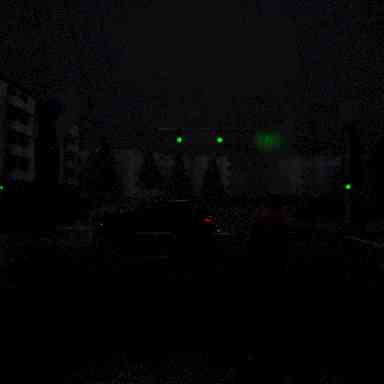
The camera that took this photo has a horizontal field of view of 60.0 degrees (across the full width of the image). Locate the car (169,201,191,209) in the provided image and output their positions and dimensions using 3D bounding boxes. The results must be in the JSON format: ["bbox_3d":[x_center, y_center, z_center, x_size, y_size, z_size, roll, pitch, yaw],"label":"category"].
[{"bbox_3d":[-2.057,2.252,58.445,1.895,1.301,4.718,0,-1,26],"label":"car"}]

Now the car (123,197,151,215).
[{"bbox_3d":[-6.744,1.676,41.506,2.150,2.045,5.566,0,0,4],"label":"car"}]

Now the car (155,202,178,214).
[{"bbox_3d":[-3.171,2.024,42.692,2.033,1.411,5.357,0,-1,6],"label":"car"}]

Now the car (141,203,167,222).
[{"bbox_3d":[-3.506,1.828,31.413,1.882,1.535,5.008,0,-1,0],"label":"car"}]

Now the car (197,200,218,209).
[{"bbox_3d":[2.855,2.236,60.200,1.994,1.385,4.181,0,-1,31],"label":"car"}]

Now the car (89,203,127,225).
[{"bbox_3d":[-6.945,1.790,28.044,1.882,1.535,5.008,0,-1,0],"label":"car"}]

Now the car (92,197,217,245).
[{"bbox_3d":[-1.684,1.409,16.208,5.566,2.045,2.150,0,-1,1],"label":"car"}]
